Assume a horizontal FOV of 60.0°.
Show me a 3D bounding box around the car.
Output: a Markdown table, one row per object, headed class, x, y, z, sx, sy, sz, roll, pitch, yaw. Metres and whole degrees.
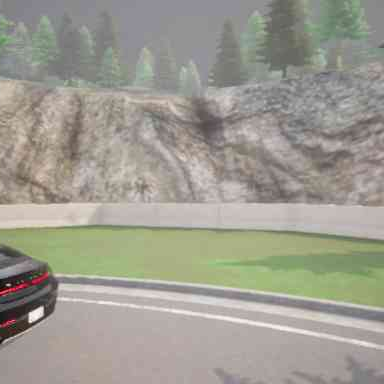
| class | x | y | z | sx | sy | sz | roll | pitch | yaw |
| --- | --- | --- | --- | --- | --- | --- | --- | --- | --- |
| car | -4.487 | 1.435 | 4.971 | 4.892 | 1.490 | 1.837 | -1 | 0 | 11 |
